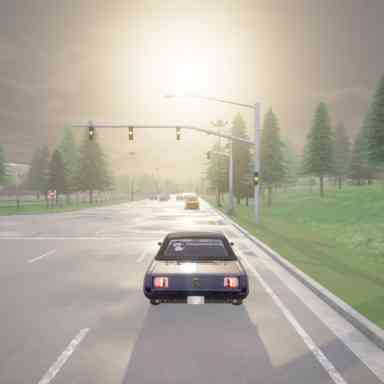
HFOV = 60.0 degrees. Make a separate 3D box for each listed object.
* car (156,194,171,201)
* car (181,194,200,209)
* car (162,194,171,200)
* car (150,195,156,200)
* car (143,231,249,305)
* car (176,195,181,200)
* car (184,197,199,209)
[{"bbox_3d":[-6.886,1.531,80.321,2.033,1.411,5.357,0,0,0],"label":"car"},{"bbox_3d":[-0.087,1.098,46.146,1.882,1.535,5.008,-3,16,-4],"label":"car"},{"bbox_3d":[-6.871,1.372,90.741,2.033,1.411,5.357,0,0,0],"label":"car"},{"bbox_3d":[-10.370,1.540,91.159,2.033,1.411,5.357,0,0,0],"label":"car"},{"bbox_3d":[0.090,1.601,8.024,1.895,1.301,4.718,0,0,0],"label":"car"},{"bbox_3d":[-3.370,1.553,91.149,1.994,1.385,4.181,0,0,0],"label":"car"},{"bbox_3d":[-0.033,1.577,49.692,2.033,1.411,5.357,0,1,2],"label":"car"}]
